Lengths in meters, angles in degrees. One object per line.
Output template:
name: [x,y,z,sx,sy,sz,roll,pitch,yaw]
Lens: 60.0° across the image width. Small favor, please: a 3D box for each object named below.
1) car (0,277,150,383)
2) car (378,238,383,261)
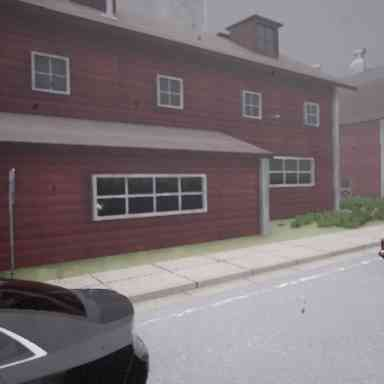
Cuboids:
car: [-2.681,1.524,2.209,4.892,1.490,1.837,-2,1,-34]
car: [6.867,1.276,8.620,4.718,1.301,1.895,-2,1,-34]
